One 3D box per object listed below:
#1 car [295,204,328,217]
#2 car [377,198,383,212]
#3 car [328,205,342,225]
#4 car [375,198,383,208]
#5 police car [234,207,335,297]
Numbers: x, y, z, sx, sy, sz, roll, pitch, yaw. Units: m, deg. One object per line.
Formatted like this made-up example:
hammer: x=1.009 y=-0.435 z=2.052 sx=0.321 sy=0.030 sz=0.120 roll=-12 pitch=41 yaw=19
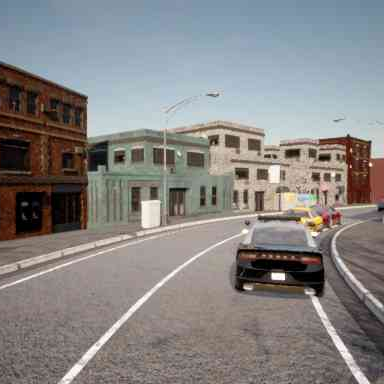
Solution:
car: x=5.796 y=1.471 z=17.656 sx=1.801 sy=1.575 sz=5.366 roll=1 pitch=0 yaw=28
car: x=24.048 y=1.684 z=40.147 sx=4.181 sy=1.385 sz=1.994 roll=0 pitch=1 yaw=-44
car: x=8.690 y=1.558 z=22.248 sx=1.812 sy=1.442 sz=4.674 roll=1 pitch=0 yaw=36
car: x=30.208 y=1.670 z=51.280 sx=5.357 sy=1.411 sz=2.033 roll=0 pitch=1 yaw=-45
police car: x=2.323 y=1.428 z=8.912 sx=1.930 sy=1.638 sz=5.238 roll=0 pitch=0 yaw=15
